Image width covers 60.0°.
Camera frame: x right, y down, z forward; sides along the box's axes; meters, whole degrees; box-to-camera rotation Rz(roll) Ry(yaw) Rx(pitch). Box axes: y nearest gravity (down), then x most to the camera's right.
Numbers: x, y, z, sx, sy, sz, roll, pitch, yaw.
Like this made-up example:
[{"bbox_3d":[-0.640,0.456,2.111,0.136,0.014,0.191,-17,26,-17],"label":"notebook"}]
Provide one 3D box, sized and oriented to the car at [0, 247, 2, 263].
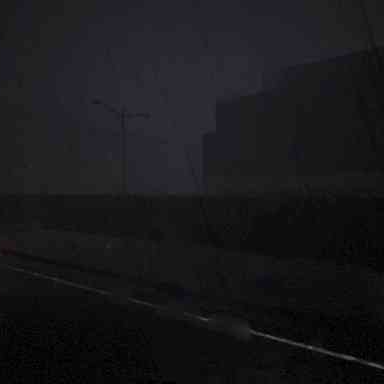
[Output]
[{"bbox_3d":[-7.226,1.596,9.104,4.718,1.301,1.895,0,0,36],"label":"car"}]
